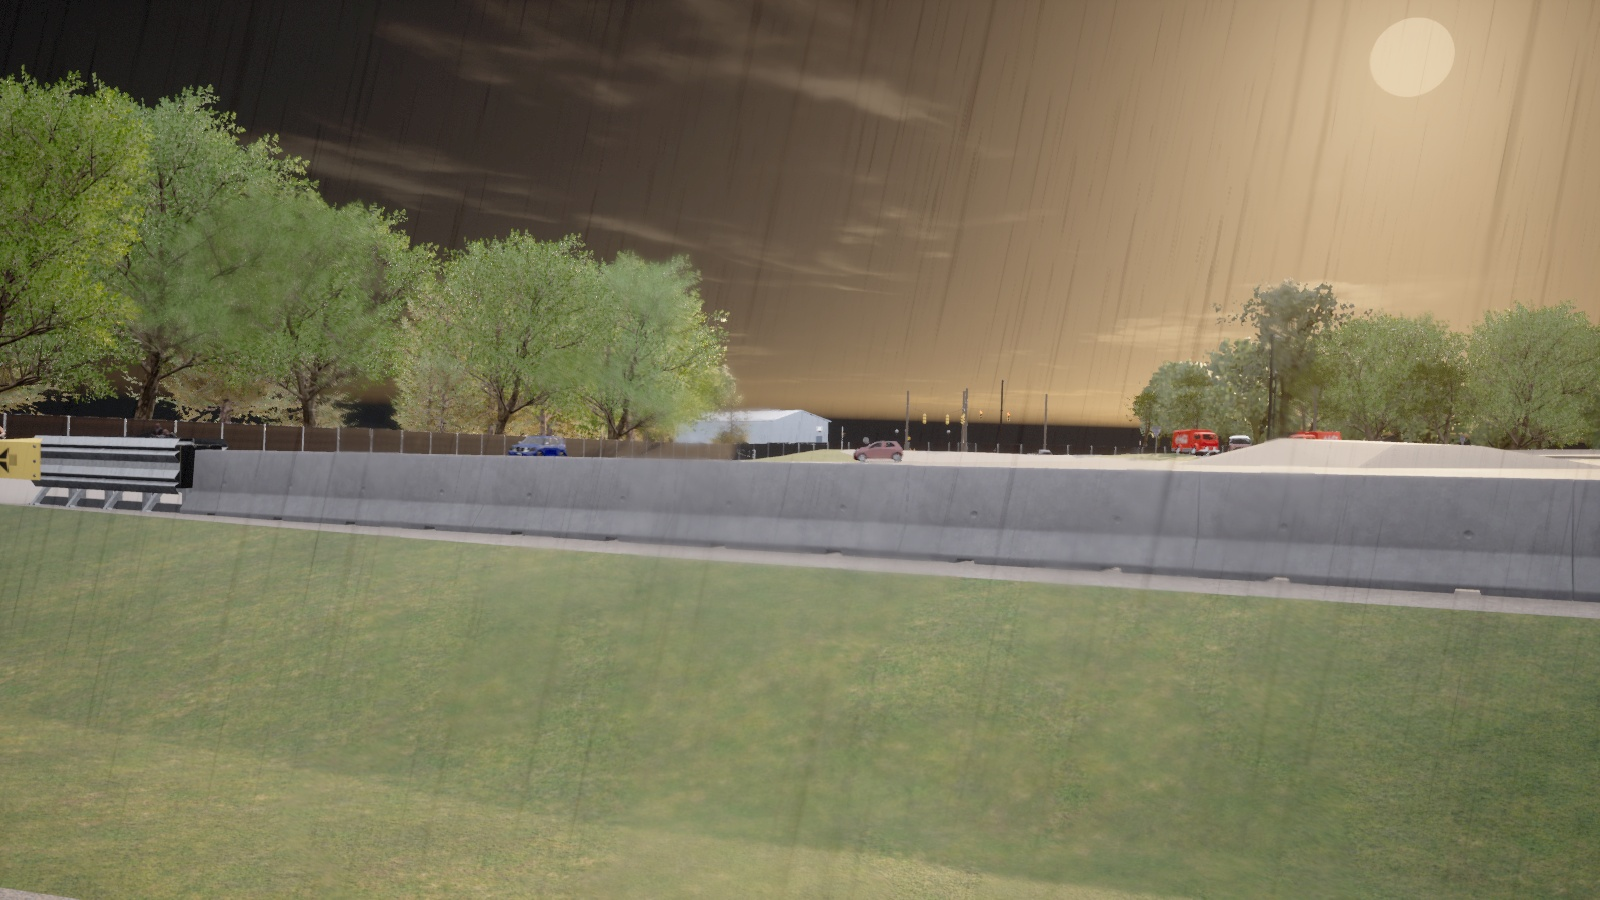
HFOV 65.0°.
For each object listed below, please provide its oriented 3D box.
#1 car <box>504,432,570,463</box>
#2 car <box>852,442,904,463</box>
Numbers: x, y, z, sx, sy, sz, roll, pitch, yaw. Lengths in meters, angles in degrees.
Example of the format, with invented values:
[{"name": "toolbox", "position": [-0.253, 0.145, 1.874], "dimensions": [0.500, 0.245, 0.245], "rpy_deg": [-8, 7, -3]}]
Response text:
[{"name": "car", "position": [-18.959, -0.166, 90.948], "dimensions": [2.150, 2.045, 5.566], "rpy_deg": [3, 0, 17]}, {"name": "car", "position": [5.602, 0.183, 90.254], "dimensions": [3.633, 1.501, 1.845], "rpy_deg": [0, 0, 2]}]
